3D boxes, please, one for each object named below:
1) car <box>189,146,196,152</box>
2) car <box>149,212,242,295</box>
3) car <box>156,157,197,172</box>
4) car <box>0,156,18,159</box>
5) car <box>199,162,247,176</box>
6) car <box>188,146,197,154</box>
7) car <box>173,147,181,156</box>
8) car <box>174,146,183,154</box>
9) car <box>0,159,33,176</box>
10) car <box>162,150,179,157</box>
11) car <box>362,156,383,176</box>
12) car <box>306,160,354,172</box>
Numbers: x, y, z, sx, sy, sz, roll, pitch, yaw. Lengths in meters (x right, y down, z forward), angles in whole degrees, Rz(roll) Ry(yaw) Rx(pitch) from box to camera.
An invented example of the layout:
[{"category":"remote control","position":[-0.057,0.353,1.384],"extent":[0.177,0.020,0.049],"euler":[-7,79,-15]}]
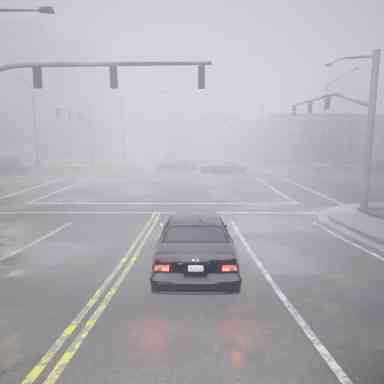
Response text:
[{"category":"car","position":[0.085,-11.806,91.154],"extent":[1.994,1.385,4.181],"euler":[0,9,0]},{"category":"car","position":[0.082,1.217,8.409],"extent":[2.033,1.411,5.357],"euler":[0,4,0]},{"category":"car","position":[-1.738,-2.958,37.438],"extent":[4.718,1.301,1.895],"euler":[0,9,0]},{"category":"car","position":[-21.560,-3.214,37.481],"extent":[4.553,1.767,2.097],"euler":[0,9,0]},{"category":"car","position":[3.110,-2.393,33.964],"extent":[4.718,1.301,1.895],"euler":[0,9,0]},{"category":"car","position":[0.076,-10.319,81.096],"extent":[2.097,1.767,4.553],"euler":[0,9,0]},{"category":"car","position":[-3.510,-6.892,61.012],"extent":[1.837,1.490,4.892],"euler":[0,9,0]},{"category":"car","position":[-3.433,-8.515,71.208],"extent":[2.033,1.411,5.357],"euler":[0,9,0]},{"category":"car","position":[-19.056,-2.405,34.056],"extent":[4.718,1.301,1.895],"euler":[0,9,0]},{"category":"car","position":[-3.548,-5.306,51.535],"extent":[2.033,1.411,5.357],"euler":[0,9,0]},{"category":"car","position":[20.443,-2.759,33.833],"extent":[5.566,2.045,2.150],"euler":[0,9,0]},{"category":"car","position":[15.401,-2.949,37.369],"extent":[4.718,1.301,1.895],"euler":[0,9,0]}]
